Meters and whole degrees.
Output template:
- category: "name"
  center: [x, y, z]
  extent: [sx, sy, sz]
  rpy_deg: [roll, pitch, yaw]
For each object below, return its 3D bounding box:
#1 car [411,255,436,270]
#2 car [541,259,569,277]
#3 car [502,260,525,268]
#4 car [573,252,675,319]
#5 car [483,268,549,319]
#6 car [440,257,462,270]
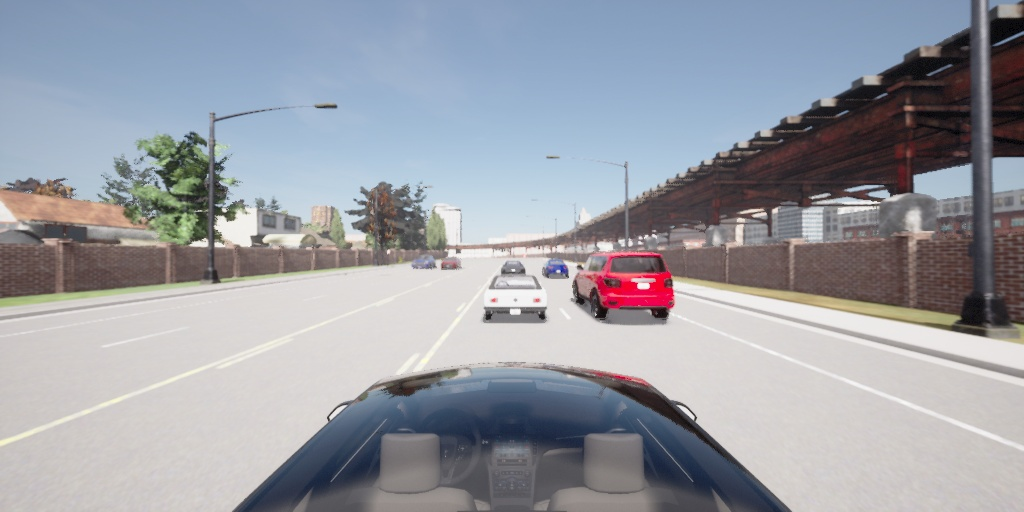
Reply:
- category: "car"
  center: [-10.586, 0.676, 43.200]
  extent: [2.097, 1.767, 4.553]
  rpy_deg: [0, 1, 0]
- category: "car"
  center: [3.600, 0.993, 30.089]
  extent: [1.812, 1.442, 4.674]
  rpy_deg: [0, 1, 0]
- category: "car"
  center: [0.100, 1.037, 29.583]
  extent: [1.994, 1.385, 4.181]
  rpy_deg: [0, 1, 0]
- category: "car"
  center: [3.599, 0.881, 12.498]
  extent: [2.150, 2.045, 5.566]
  rpy_deg: [0, 1, 0]
- category: "car"
  center: [0.100, 1.261, 12.374]
  extent: [1.895, 1.301, 4.718]
  rpy_deg: [0, 1, 0]
- category: "car"
  center: [-7.089, 0.814, 42.014]
  extent: [1.882, 1.535, 5.008]
  rpy_deg: [0, 0, 0]
